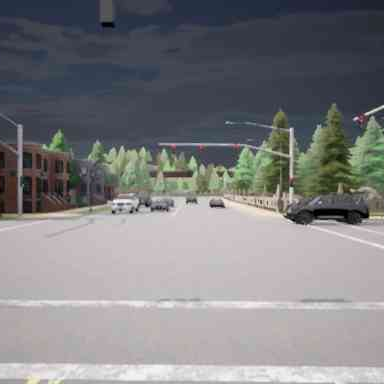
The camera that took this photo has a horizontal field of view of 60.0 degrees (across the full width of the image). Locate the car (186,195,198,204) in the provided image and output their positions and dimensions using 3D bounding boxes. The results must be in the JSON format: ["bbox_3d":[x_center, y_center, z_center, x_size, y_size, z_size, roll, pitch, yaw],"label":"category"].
[{"bbox_3d":[-0.081,1.317,60.448,2.097,1.767,4.553,0,0,0],"label":"car"}]

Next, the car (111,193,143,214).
[{"bbox_3d":[-7.120,1.201,35.834,2.150,2.045,5.566,0,0,0],"label":"car"}]

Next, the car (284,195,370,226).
[{"bbox_3d":[9.288,1.208,23.111,5.566,2.045,2.150,0,0,0],"label":"car"}]

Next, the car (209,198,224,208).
[{"bbox_3d":[3.535,1.536,48.296,1.994,1.385,4.181,0,0,0],"label":"car"}]

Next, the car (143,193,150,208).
[{"bbox_3d":[-7.127,1.195,47.743,2.150,2.045,5.566,0,0,0],"label":"car"}]

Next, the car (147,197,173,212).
[{"bbox_3d":[-3.613,1.542,38.531,1.994,1.385,4.181,0,0,0],"label":"car"}]
